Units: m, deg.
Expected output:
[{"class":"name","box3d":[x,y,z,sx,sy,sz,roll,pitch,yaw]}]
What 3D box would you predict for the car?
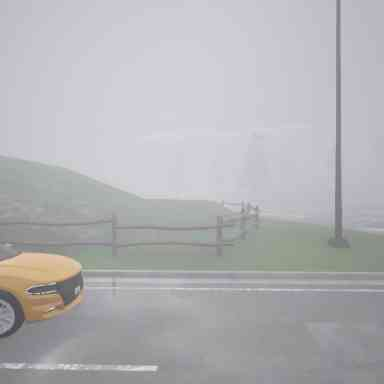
[{"class":"car","box3d":[-4.539,1.478,6.035,5.008,1.535,1.882,0,0,2]}]
